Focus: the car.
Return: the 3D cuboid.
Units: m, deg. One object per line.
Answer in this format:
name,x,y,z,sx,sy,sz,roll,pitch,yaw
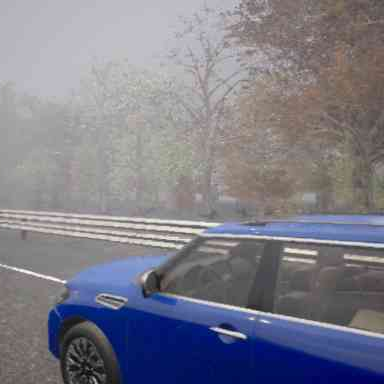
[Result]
car,0.947,1.222,3.194,5.566,2.045,2.150,0,0,36
